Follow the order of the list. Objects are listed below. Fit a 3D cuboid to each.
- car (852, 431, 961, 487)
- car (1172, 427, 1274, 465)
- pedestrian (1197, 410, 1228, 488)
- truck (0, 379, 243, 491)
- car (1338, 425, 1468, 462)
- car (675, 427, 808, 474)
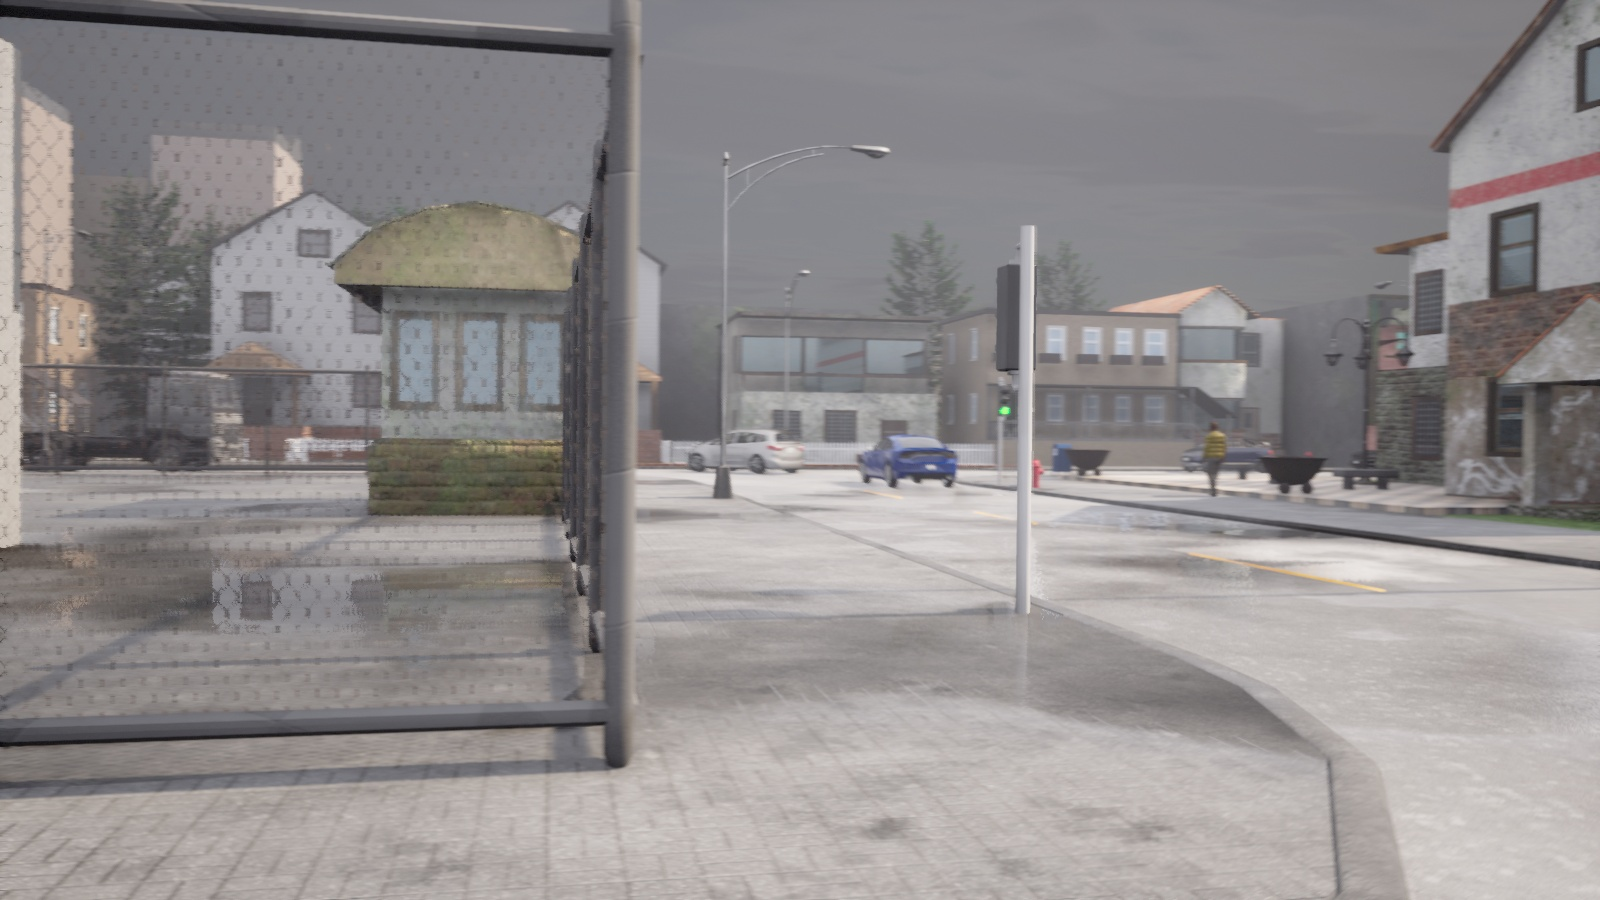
[{"bbox_3d":[3.059,0.214,37.235,1.882,1.535,5.008,-1,1,-11],"label":"car"},{"bbox_3d":[17.949,-0.183,53.352,3.705,1.549,1.789,-1,1,-12],"label":"car"},{"bbox_3d":[9.839,-0.028,29.972,0.370,1.835,0.726,-1,1,-11],"label":"pedestrian"},{"bbox_3d":[-22.848,-0.503,41.050,7.936,3.462,2.891,-1,1,-9],"label":"truck"},{"bbox_3d":[26.435,-0.306,55.064,5.008,1.535,1.882,-1,1,-11],"label":"car"},{"bbox_3d":[-2.236,-0.001,47.309,4.611,1.667,2.242,0,1,36],"label":"car"}]
